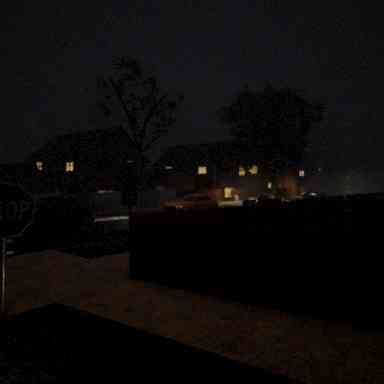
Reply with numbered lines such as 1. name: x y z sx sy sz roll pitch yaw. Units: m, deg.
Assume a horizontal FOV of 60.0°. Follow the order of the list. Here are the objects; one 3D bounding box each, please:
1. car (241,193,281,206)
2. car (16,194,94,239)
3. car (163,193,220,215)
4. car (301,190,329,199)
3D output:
1. car: 6.609 0.794 31.565 1.895 1.301 4.718 2 3 40
2. car: -6.875 1.002 15.356 2.097 1.767 4.553 2 2 36
3. car: 0.052 0.889 23.855 1.882 1.535 5.008 2 3 40
4. car: 15.663 0.457 42.111 2.033 1.411 5.357 2 2 41
